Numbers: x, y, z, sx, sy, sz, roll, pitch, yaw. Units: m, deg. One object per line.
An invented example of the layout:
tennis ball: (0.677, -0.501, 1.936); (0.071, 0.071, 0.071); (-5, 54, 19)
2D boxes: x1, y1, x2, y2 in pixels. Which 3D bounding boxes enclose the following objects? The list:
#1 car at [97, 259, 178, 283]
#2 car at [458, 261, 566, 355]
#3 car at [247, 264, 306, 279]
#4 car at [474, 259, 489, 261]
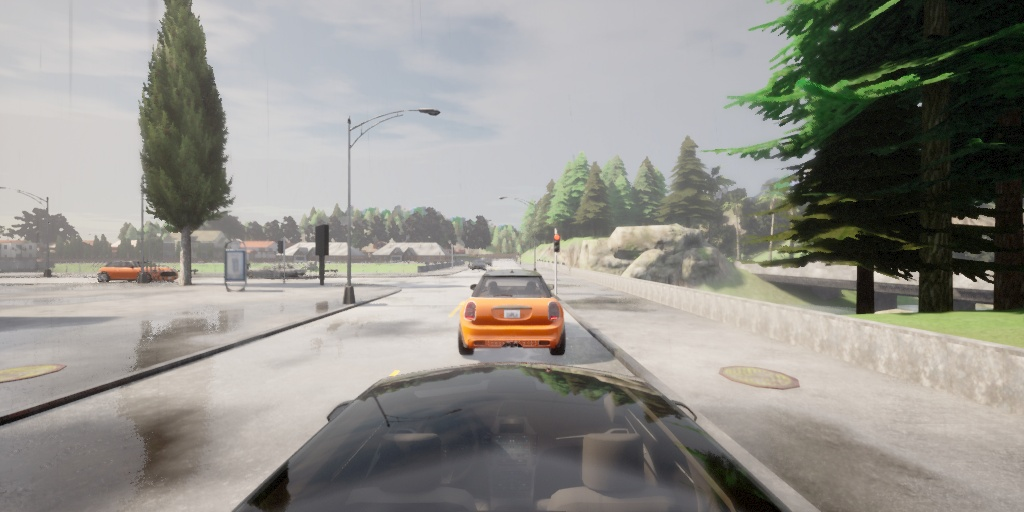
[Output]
car: (-28.010, 1.102, 26.974); (4.553, 1.767, 2.097); (0, 0, -1)
car: (-0.001, 1.102, 8.818); (2.097, 1.767, 4.553); (0, 0, 0)
car: (-20.797, 1.351, 31.266); (4.718, 1.301, 1.895); (0, 0, -1)
car: (-4.509, 1.254, 48.491); (1.837, 1.490, 4.892); (0, 0, -1)
